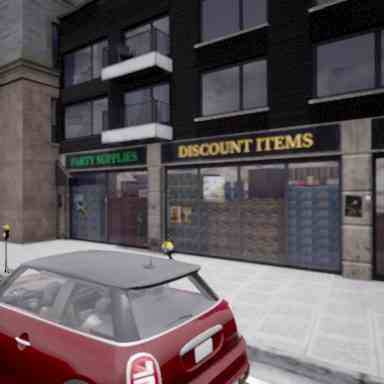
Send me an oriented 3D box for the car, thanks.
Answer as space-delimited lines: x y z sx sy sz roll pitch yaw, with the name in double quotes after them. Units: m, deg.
-1.472 1.460 4.128 4.097 1.590 1.967 0 0 36 "car"
